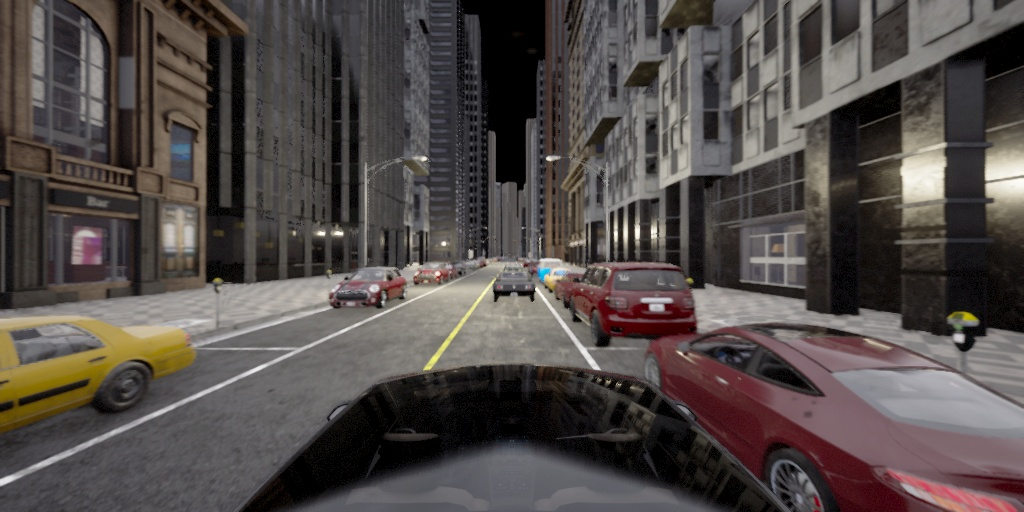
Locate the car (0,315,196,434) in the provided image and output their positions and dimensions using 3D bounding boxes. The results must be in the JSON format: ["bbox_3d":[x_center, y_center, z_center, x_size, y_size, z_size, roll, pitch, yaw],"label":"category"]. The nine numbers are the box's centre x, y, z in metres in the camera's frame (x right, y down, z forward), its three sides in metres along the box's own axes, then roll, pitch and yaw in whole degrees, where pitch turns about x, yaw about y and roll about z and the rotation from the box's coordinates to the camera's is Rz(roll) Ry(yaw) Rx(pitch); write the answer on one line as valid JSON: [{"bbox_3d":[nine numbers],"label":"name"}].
[{"bbox_3d":[-5.761,1.277,3.450,1.751,1.417,4.829,0,0,0],"label":"car"}]

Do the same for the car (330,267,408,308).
[{"bbox_3d":[-5.761,1.192,14.824,1.967,1.591,4.097,0,0,0],"label":"car"}]

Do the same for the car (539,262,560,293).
[{"bbox_3d":[2.764,1.276,20.610,1.751,1.417,4.829,0,0,0],"label":"car"}]

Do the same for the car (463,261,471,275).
[{"bbox_3d":[-5.760,1.322,37.231,1.948,1.339,4.313,0,0,0],"label":"car"}]

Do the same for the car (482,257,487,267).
[{"bbox_3d":[-5.759,1.309,59.638,1.888,1.381,4.507,0,0,0],"label":"car"}]

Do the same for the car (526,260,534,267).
[{"bbox_3d":[2.765,1.336,37.247,1.802,1.307,4.207,0,0,0],"label":"car"}]

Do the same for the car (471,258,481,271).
[{"bbox_3d":[-5.760,1.310,48.434,2.007,1.370,4.403,0,0,0],"label":"car"}]

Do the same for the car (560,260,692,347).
[{"bbox_3d":[2.764,1.064,9.236,2.192,1.841,5.009,0,0,0],"label":"car"}]

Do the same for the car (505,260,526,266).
[{"bbox_3d":[0.099,1.355,35.058,1.895,1.301,4.718,0,0,0],"label":"car"}]

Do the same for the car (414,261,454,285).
[{"bbox_3d":[-5.761,1.194,26.028,1.967,1.591,4.097,0,0,0],"label":"car"}]

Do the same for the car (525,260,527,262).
[{"bbox_3d":[2.765,1.338,42.849,1.802,1.307,4.207,0,0,0],"label":"car"}]

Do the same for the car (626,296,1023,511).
[{"bbox_3d":[2.764,1.331,3.634,1.802,1.307,4.207,0,0,0],"label":"car"}]

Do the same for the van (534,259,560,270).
[{"bbox_3d":[2.764,1.093,26.042,1.690,1.789,3.998,0,0,0],"label":"van"}]

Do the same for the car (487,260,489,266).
[{"bbox_3d":[-5.759,1.081,65.240,2.192,1.841,5.009,0,0,0],"label":"car"}]

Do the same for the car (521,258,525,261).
[{"bbox_3d":[2.766,1.307,59.655,1.888,1.381,4.507,0,0,0],"label":"car"}]

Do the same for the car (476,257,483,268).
[{"bbox_3d":[-5.759,1.287,53.866,1.751,1.417,4.829,0,0,0],"label":"car"}]

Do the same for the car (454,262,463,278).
[{"bbox_3d":[-5.760,1.337,31.629,1.802,1.307,4.207,0,0,0],"label":"car"}]

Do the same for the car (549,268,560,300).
[{"bbox_3d":[2.764,1.332,14.839,1.802,1.307,4.207,0,0,0],"label":"car"}]

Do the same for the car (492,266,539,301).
[{"bbox_3d":[0.094,1.352,17.400,1.895,1.301,4.718,0,0,0],"label":"car"}]
